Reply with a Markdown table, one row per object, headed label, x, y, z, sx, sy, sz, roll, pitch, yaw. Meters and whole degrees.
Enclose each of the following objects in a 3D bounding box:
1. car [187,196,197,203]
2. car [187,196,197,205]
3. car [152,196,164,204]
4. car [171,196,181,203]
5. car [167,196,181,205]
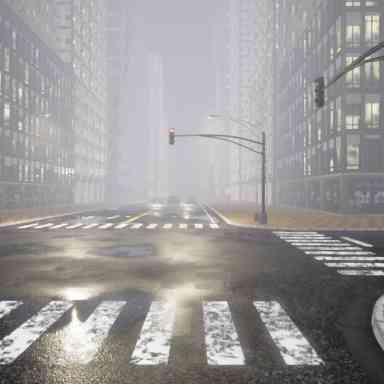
| label | x | y | z | sx | sy | sz | roll | pitch | yaw |
| --- | --- | --- | --- | --- | --- | --- | --- | --- | --- |
| car | -0.039 | 1.541 | 70.598 | 1.994 | 1.385 | 4.181 | 0 | 0 | 0 |
| car | -0.034 | 1.703 | 60.626 | 1.895 | 1.301 | 4.718 | 0 | 0 | 0 |
| car | -6.536 | 1.608 | 64.345 | 2.128 | 1.511 | 4.902 | 0 | 0 | 0 |
| car | -3.289 | 1.565 | 70.209 | 1.895 | 1.301 | 4.718 | 0 | 0 | 0 |
| car | -3.284 | 1.453 | 60.149 | 2.097 | 1.767 | 4.553 | 0 | 0 | 0 |
